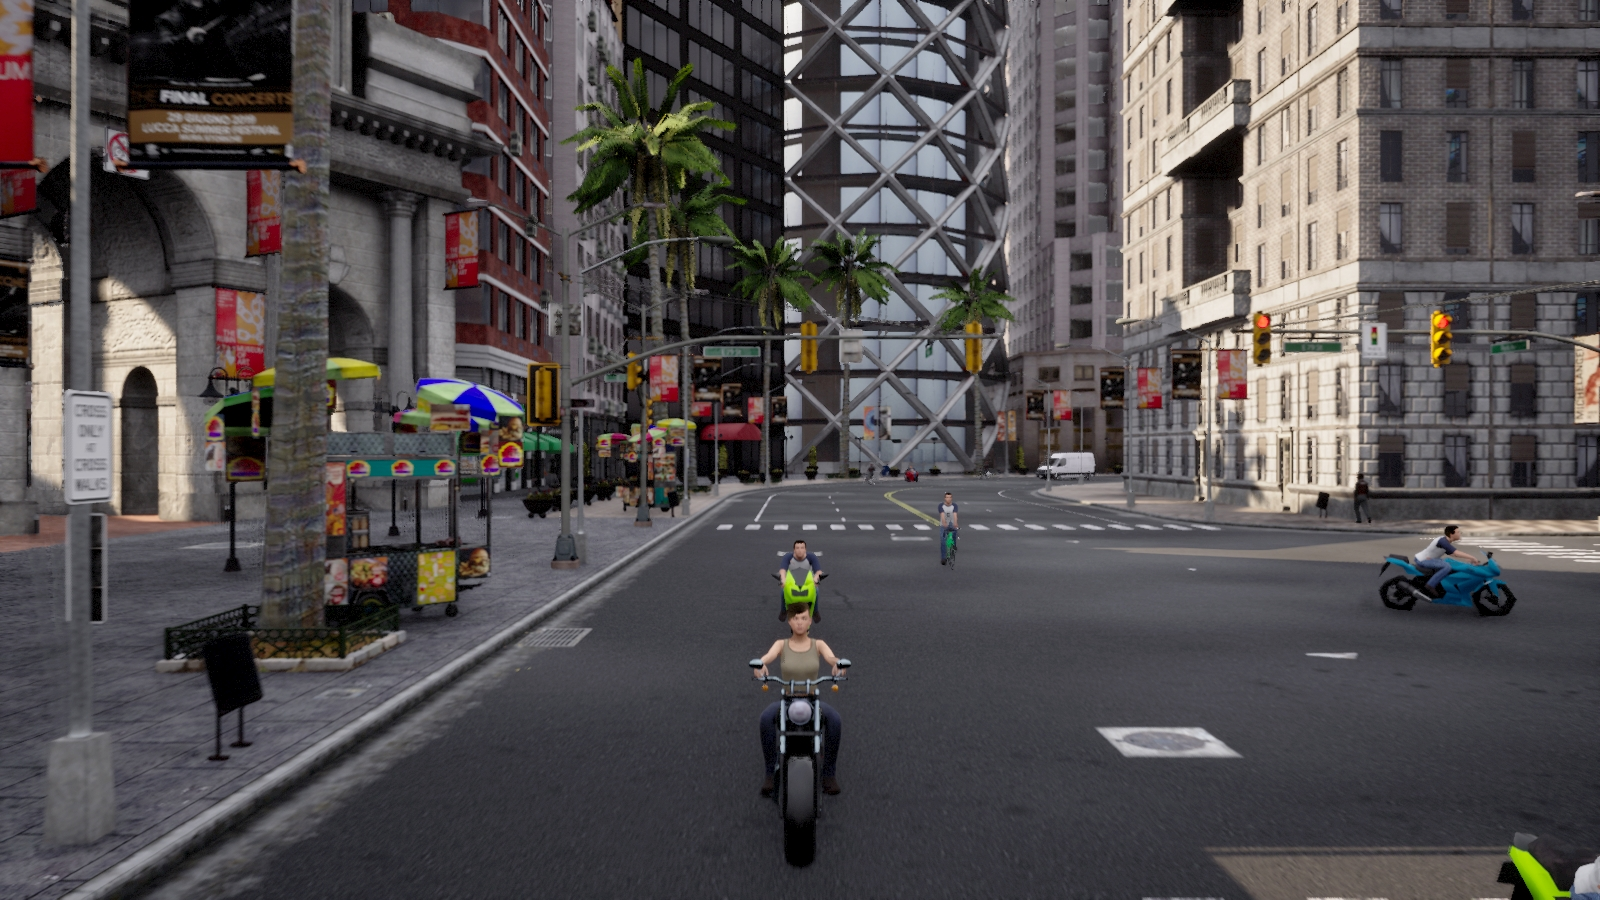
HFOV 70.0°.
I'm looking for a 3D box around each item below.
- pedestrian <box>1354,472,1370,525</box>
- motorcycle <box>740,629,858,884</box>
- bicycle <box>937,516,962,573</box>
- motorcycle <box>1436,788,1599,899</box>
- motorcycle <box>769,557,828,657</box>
[{"bbox_3d":[19.796,1.696,40.231,0.375,1.860,0.375,0,0,-4],"label":"pedestrian"},{"bbox_3d":[-0.010,2.170,8.574,0.764,1.277,2.356,0,0,0],"label":"motorcycle"},{"bbox_3d":[3.501,2.206,26.857,0.373,1.196,1.643,0,0,0],"label":"bicycle"},{"bbox_3d":[3.480,2.213,4.517,0.803,1.145,2.033,0,0,0],"label":"motorcycle"},{"bbox_3d":[-0.020,2.213,16.406,0.803,1.145,2.033,0,0,0],"label":"motorcycle"}]
